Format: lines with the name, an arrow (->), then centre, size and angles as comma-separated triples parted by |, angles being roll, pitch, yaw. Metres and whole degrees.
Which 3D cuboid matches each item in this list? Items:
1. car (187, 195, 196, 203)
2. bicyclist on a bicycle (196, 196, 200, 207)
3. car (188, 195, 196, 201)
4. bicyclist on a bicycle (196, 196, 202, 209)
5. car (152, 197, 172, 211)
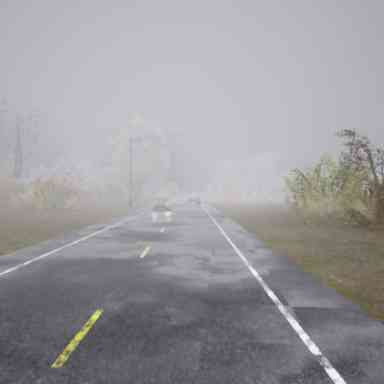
car -> -0.016, 1.552, 70.985 | 1.812, 1.442, 4.674 | 0, 0, 0
bicyclist on a bicycle -> 0.950, 1.487, 52.461 | 0.582, 1.620, 1.656 | 0, 0, 0
car -> -0.018, 1.483, 81.304 | 1.812, 1.442, 4.674 | 0, 0, 0
bicyclist on a bicycle -> 0.954, 1.468, 43.561 | 0.866, 1.612, 1.509 | 0, 0, 0
car -> -3.597, 1.383, 40.243 | 2.097, 1.767, 4.553 | 0, 0, 0
